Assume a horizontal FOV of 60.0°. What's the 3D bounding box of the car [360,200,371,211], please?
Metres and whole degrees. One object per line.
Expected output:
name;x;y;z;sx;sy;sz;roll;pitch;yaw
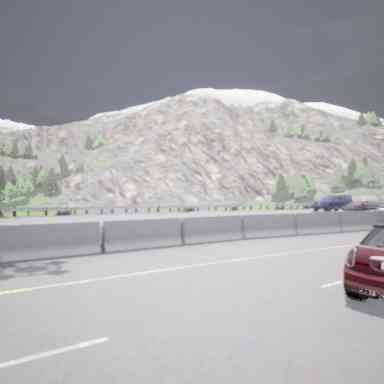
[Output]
car;20.066;1.710;34.490;4.181;1.385;1.994;0;0;-22

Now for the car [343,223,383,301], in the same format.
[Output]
car;5.354;1.386;7.093;4.553;1.767;2.097;1;0;-32

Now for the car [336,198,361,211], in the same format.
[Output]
car;19.220;1.671;37.931;4.674;1.442;1.812;0;0;-22

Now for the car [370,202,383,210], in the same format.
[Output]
car;18.863;1.736;30.196;4.718;1.301;1.895;0;0;-24

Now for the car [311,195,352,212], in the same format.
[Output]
car;17.397;1.360;40.985;5.566;2.045;2.150;0;0;-22
